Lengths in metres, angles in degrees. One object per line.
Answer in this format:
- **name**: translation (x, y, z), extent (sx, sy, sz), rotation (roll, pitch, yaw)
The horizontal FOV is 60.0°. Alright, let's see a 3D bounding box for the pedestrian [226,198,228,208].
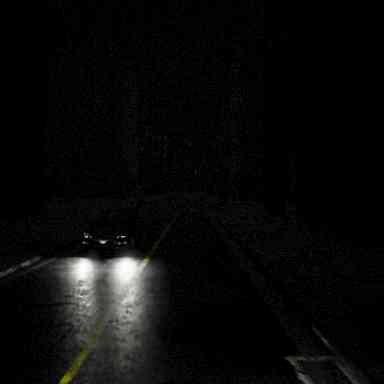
- **pedestrian**: translation (4.627, 1.387, 43.903), extent (0.375, 1.300, 0.375), rotation (0, 0, 0)

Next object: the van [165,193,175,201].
- **van**: translation (-5.649, 1.195, 81.441), extent (1.690, 1.788, 3.998), rotation (0, 0, 0)

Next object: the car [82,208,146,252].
- **car**: translation (-3.103, 1.498, 14.026), extent (1.837, 1.490, 4.892), rotation (0, 0, 0)

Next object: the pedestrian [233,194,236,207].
- **pedestrian**: translation (5.626, 1.133, 44.504), extent (0.375, 1.860, 0.375), rotation (0, 0, 0)

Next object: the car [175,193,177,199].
- **car**: translation (-5.613, 1.418, 87.091), extent (1.802, 1.307, 4.206), rotation (0, 0, 0)

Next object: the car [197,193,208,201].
- **car**: translation (2.876, 1.419, 81.388), extent (1.947, 1.339, 4.313), rotation (0, 0, 0)
